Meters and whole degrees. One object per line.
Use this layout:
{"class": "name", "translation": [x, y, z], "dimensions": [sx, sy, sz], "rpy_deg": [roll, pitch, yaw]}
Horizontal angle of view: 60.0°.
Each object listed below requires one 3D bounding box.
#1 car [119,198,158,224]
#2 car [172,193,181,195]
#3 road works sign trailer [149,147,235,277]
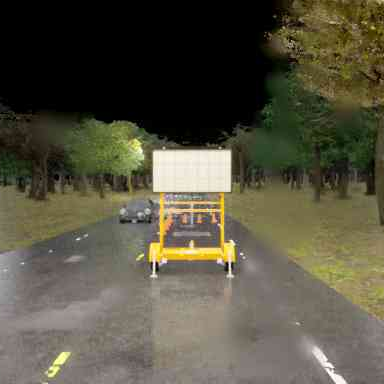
{"class": "car", "translation": [-3.599, 1.208, 22.974], "dimensions": [2.097, 1.767, 4.553], "rpy_deg": [0, 1, 0]}
{"class": "car", "translation": [-3.496, -0.041, 75.896], "dimensions": [1.837, 1.490, 4.892], "rpy_deg": [0, 2, 0]}
{"class": "road works sign trailer", "translation": [0.000, 0.434, 10.088], "dimensions": [2.380, 3.560, 2.880], "rpy_deg": [0, 0, 0]}
